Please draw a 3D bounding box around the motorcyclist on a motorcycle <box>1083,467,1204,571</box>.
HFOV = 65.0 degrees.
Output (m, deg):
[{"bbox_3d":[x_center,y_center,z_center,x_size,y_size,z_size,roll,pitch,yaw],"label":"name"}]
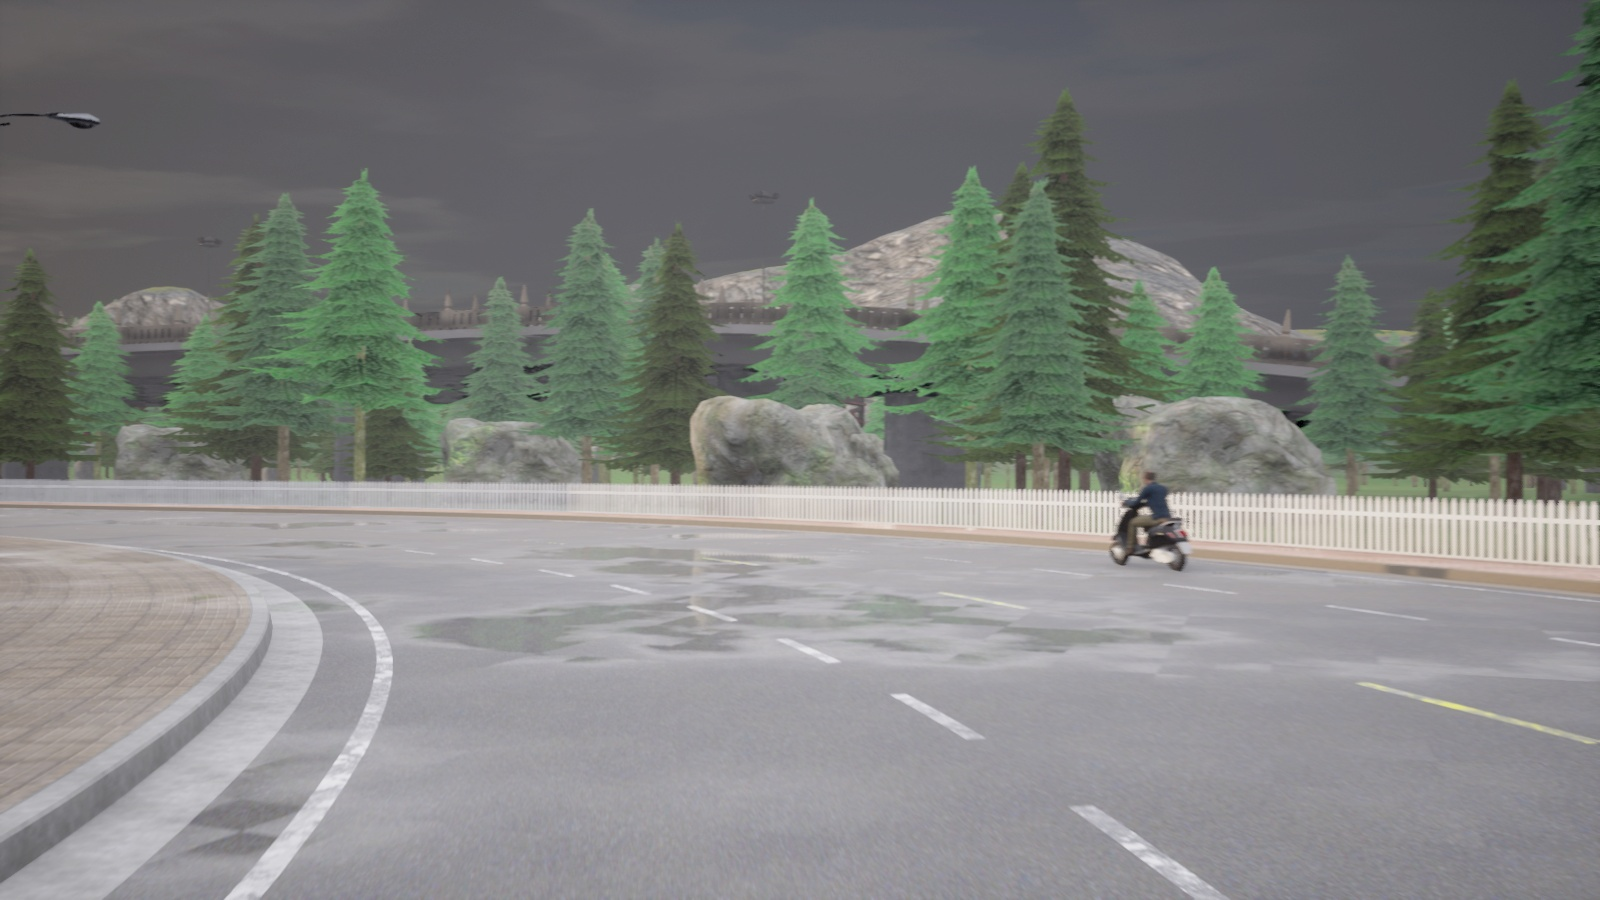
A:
[{"bbox_3d":[5.539,1.080,20.359,0.866,1.590,1.817,0,-1,-26],"label":"motorcyclist on a motorcycle"}]
